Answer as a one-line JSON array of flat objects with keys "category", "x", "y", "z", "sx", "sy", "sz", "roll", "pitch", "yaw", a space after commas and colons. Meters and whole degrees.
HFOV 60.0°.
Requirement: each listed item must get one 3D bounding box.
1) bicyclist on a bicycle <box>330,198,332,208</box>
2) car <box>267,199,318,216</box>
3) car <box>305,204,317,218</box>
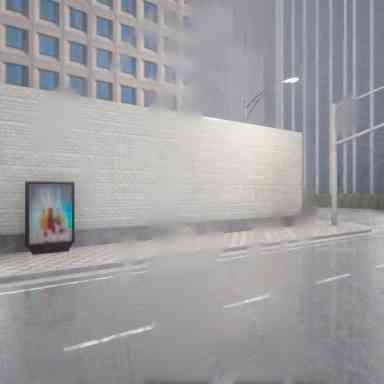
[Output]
[{"category": "bicyclist on a bicycle", "x": 18.659, "y": 1.356, "z": 43.935, "sx": 1.656, "sy": 1.620, "sz": 0.582, "roll": 0, "pitch": 0, "yaw": -36}, {"category": "car", "x": 10.434, "y": 1.547, "z": 34.841, "sx": 2.128, "sy": 1.511, "sz": 4.902, "roll": 0, "pitch": 0, "yaw": -36}, {"category": "car", "x": 9.053, "y": 1.533, "z": 30.755, "sx": 1.882, "sy": 1.535, "sz": 5.008, "roll": 0, "pitch": 0, "yaw": -36}]
